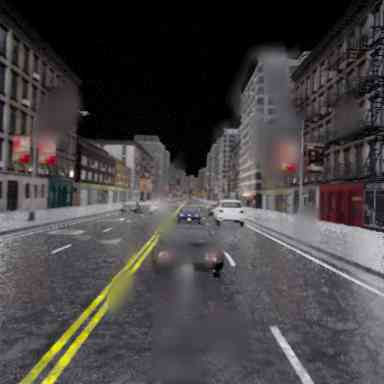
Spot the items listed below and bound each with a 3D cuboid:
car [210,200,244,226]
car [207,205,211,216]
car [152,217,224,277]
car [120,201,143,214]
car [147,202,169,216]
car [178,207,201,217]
[{"bbox_3d":[3.005,1.667,27.798,2.150,2.045,5.566,2,-1,0],"label":"car"},{"bbox_3d":[2.854,2.134,39.764,2.033,1.411,5.357,2,-1,0],"label":"car"},{"bbox_3d":[-0.116,1.729,10.790,1.895,1.301,4.718,2,-1,0],"label":"car"},{"bbox_3d":[-6.999,1.755,38.572,1.812,1.442,4.674,2,-1,0],"label":"car"},{"bbox_3d":[-3.747,1.858,37.788,1.812,1.442,4.674,2,-1,0],"label":"car"},{"bbox_3d":[-0.241,1.949,29.118,1.895,1.301,4.718,2,-1,0],"label":"car"}]
